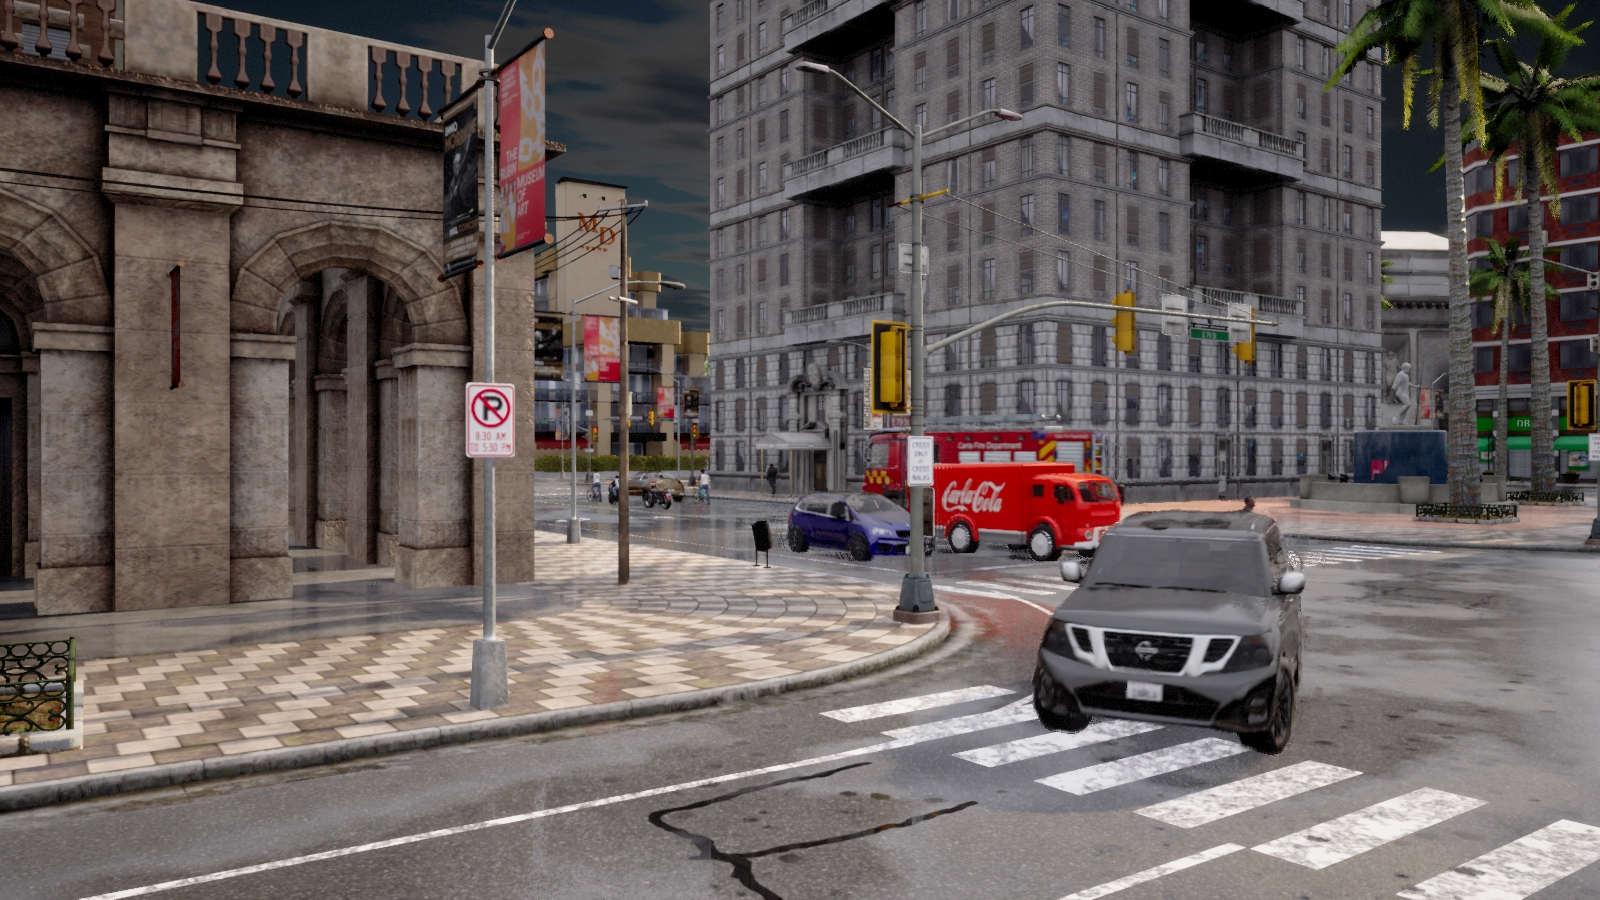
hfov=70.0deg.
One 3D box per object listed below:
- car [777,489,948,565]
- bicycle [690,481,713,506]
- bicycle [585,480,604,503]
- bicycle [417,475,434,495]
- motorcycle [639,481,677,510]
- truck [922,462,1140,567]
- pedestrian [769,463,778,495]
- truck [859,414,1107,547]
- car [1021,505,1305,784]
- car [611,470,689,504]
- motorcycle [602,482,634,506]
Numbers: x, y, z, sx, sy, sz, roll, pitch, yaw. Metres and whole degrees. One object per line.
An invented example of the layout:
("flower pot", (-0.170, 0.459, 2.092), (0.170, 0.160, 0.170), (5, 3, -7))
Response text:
("car", (1.560, 1.960, 30.262), (2.242, 1.667, 4.611), (0, 0, -33))
("bicycle", (-4.999, 2.195, 57.900), (0.373, 1.196, 1.643), (0, 0, -36))
("bicycle", (-11.030, 2.196, 61.250), (0.373, 1.196, 1.643), (0, 0, -35))
("bicycle", (-23.578, 2.202, 71.915), (0.329, 1.171, 1.835), (0, 0, -41))
("motorcycle", (-6.767, 2.160, 54.369), (0.764, 1.277, 2.356), (0, 0, -35))
("truck", (5.960, 1.565, 30.154), (2.627, 2.467, 5.204), (0, 0, -37))
("pedestrian", (-1.567, 1.683, 66.896), (0.375, 1.860, 0.375), (0, 0, -36))
("truck", (5.664, 0.881, 37.167), (2.891, 3.827, 8.468), (0, 0, -35))
("car", (4.242, 1.775, 12.563), (2.150, 2.045, 5.566), (0, 0, 26))
("car", (-8.211, 1.981, 62.259), (2.152, 1.651, 5.027), (0, 0, -35))
("motorcycle", (-9.213, 2.204, 57.798), (0.803, 1.145, 2.033), (0, 0, -36))
